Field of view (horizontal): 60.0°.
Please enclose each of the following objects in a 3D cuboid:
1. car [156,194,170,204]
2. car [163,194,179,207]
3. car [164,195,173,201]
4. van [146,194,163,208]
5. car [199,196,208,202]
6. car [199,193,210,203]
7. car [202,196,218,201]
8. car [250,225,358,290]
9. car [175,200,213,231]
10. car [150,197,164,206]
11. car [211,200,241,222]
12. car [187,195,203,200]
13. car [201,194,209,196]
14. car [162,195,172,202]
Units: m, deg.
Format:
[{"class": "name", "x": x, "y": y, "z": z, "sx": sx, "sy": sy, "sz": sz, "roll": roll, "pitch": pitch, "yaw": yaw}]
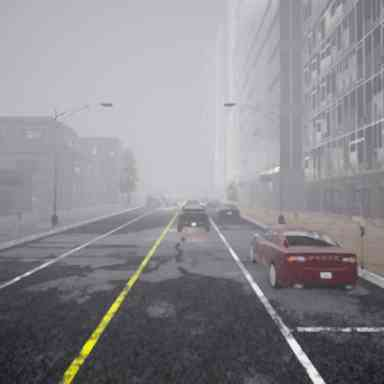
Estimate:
[{"class": "car", "x": -5.694, "y": 1.271, "z": 65.420, "sx": 2.192, "sy": 1.841, "sz": 5.009, "roll": 1, "pitch": 0, "yaw": 0}, {"class": "car", "x": -3.057, "y": 1.457, "z": 50.846, "sx": 2.128, "sy": 1.511, "sz": 4.902, "roll": 0, "pitch": 0, "yaw": 1}, {"class": "car", "x": -5.703, "y": 1.491, "z": 82.351, "sx": 1.887, "sy": 1.381, "sz": 4.507, "roll": 1, "pitch": 0, "yaw": 0}, {"class": "van", "x": -5.690, "y": 1.307, "z": 48.488, "sx": 1.690, "sy": 1.788, "sz": 3.998, "roll": 1, "pitch": 0, "yaw": 0}, {"class": "car", "x": 2.678, "y": 1.515, "z": 76.654, "sx": 1.947, "sy": 1.339, "sz": 4.313, "roll": 1, "pitch": 0, "yaw": 0}, {"class": "car", "x": 2.683, "y": 1.268, "z": 71.011, "sx": 2.192, "sy": 1.841, "sz": 5.009, "roll": 1, "pitch": 0, "yaw": 0}, {"class": "car", "x": 2.688, "y": 1.536, "z": 42.791, "sx": 1.947, "sy": 1.339, "sz": 4.313, "roll": 1, "pitch": 0, "yaw": 0}, {"class": "car", "x": 2.699, "y": 1.538, "z": 8.926, "sx": 1.887, "sy": 1.381, "sz": 4.507, "roll": 1, "pitch": 0, "yaw": 0}, {"class": "car", "x": 0.093, "y": 1.490, "z": 20.420, "sx": 1.837, "sy": 1.490, "sz": 4.892, "roll": 0, "pitch": 0, "yaw": 0}, {"class": "car", "x": -5.696, "y": 1.545, "z": 54.133, "sx": 1.802, "sy": 1.307, "sz": 4.206, "roll": 1, "pitch": 0, "yaw": 0}, {"class": "car", "x": 2.693, "y": 1.547, "z": 25.857, "sx": 1.947, "sy": 1.339, "sz": 4.313, "roll": 1, "pitch": 0, "yaw": 0}, {"class": "car", "x": 0.086, "y": 1.461, "z": 44.503, "sx": 2.128, "sy": 1.511, "sz": 4.902, "roll": 0, "pitch": 0, "yaw": 0}, {"class": "car", "x": 2.683, "y": 1.396, "z": 65.367, "sx": 1.967, "sy": 1.590, "sz": 4.097, "roll": 1, "pitch": 0, "yaw": 0}, {"class": "car", "x": -5.702, "y": 1.500, "z": 76.708, "sx": 2.008, "sy": 1.369, "sz": 4.403, "roll": 1, "pitch": 0, "yaw": 0}]
